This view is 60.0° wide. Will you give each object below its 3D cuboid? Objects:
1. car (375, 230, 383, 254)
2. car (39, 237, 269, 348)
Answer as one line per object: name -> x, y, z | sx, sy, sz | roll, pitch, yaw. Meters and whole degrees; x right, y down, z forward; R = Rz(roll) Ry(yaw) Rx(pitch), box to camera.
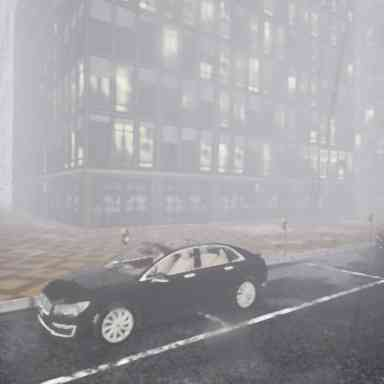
car -> 8.822, 1.643, 12.835 | 4.507, 1.381, 1.887 | 0, 0, -35
car -> -0.451, 1.572, 6.231 | 4.403, 1.369, 2.008 | 0, 0, -35
